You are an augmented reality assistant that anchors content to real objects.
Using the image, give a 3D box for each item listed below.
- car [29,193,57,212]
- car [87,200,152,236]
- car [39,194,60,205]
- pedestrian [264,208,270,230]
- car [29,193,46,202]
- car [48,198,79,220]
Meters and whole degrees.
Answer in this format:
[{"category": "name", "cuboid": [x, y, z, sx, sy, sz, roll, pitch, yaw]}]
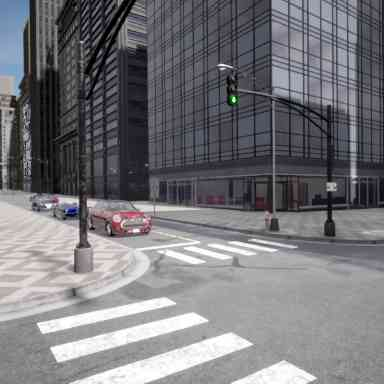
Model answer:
[{"category": "car", "cuboid": [-15.427, 1.179, 34.672, 2.128, 1.511, 4.902, -1, 1, -34]}, {"category": "car", "cuboid": [-3.927, 1.234, 17.701, 2.097, 1.767, 4.553, -1, 1, -34]}, {"category": "car", "cuboid": [-20.554, 1.062, 47.894, 1.994, 1.385, 4.181, -1, 1, -34]}, {"category": "pedestrian", "cuboid": [3.897, 1.374, 17.288, 0.500, 1.100, 0.500, 0, 0, -34]}, {"category": "car", "cuboid": [-26.107, 0.883, 56.059, 1.837, 1.490, 4.892, -1, 1, -34]}, {"category": "car", "cuboid": [-9.605, 1.390, 26.081, 1.895, 1.301, 4.718, -1, 1, -34]}]
